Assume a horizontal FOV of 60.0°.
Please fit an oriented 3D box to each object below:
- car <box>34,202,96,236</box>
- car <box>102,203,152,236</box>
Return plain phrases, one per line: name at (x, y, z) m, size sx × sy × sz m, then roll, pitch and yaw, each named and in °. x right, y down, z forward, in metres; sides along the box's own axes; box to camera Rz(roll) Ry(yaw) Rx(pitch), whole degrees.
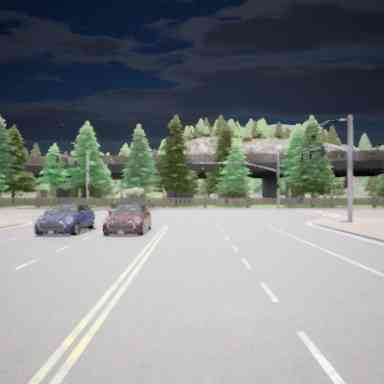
car at (-7.040, 1.429, 18.877) m, size 2.097 × 1.767 × 4.553 m, roll 0°, pitch 0°, yaw 1°
car at (-3.541, 1.429, 18.873) m, size 2.097 × 1.767 × 4.553 m, roll 0°, pitch 0°, yaw 1°
